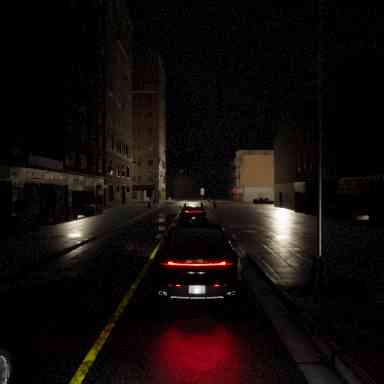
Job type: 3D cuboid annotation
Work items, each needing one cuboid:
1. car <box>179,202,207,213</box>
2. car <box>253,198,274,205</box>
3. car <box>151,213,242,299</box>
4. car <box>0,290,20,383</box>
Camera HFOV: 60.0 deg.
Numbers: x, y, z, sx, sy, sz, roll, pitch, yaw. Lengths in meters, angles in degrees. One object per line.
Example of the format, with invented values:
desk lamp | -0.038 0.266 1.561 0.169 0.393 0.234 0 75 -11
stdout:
car | 0.101 1.492 24.184 2.128 1.511 4.902 0 0 0
car | 13.224 1.694 60.627 4.313 1.339 1.947 0 -1 0
car | 0.102 1.505 8.404 1.837 1.490 4.892 0 0 0
car | -2.852 1.526 2.009 1.812 1.442 4.674 0 0 0
